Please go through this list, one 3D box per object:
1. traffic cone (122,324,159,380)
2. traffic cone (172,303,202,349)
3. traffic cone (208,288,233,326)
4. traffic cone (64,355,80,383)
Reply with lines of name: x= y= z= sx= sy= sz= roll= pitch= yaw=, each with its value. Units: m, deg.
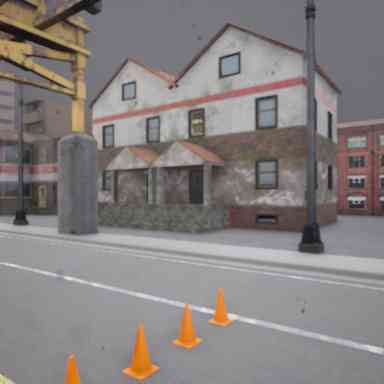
traffic cone: x=-0.661 y=1.994 z=4.261 sx=0.340 sy=0.580 sz=0.340 roll=-1 pitch=-1 yaw=36
traffic cone: x=-0.079 y=1.994 z=5.074 sx=0.340 sy=0.580 sz=0.340 roll=-1 pitch=-1 yaw=36
traffic cone: x=0.504 y=1.994 z=5.887 sx=0.340 sy=0.580 sz=0.340 roll=-1 pitch=-1 yaw=36
traffic cone: x=-1.243 y=1.994 z=3.449 sx=0.340 sy=0.580 sz=0.340 roll=-1 pitch=-1 yaw=36
